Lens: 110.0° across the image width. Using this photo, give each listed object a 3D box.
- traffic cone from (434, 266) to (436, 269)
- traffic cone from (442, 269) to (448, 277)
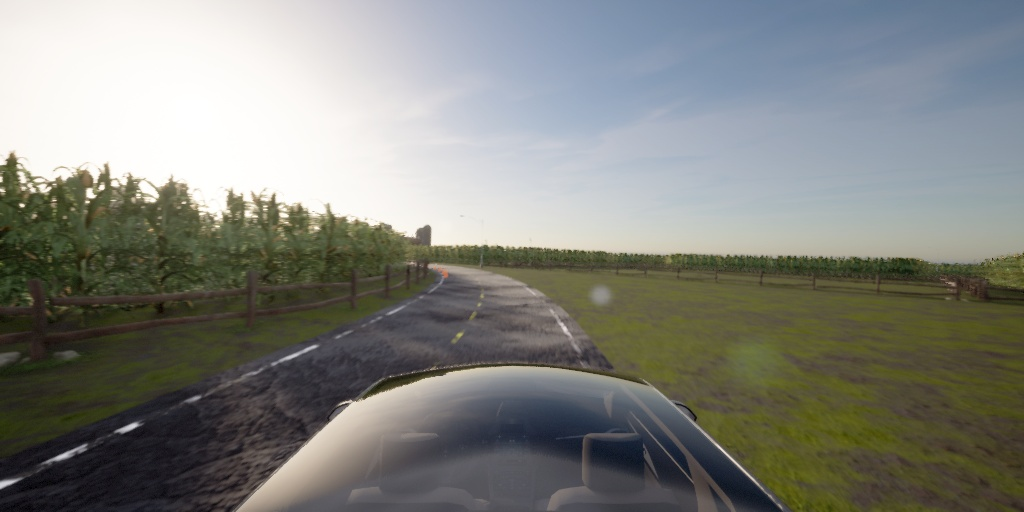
[{"bbox_3d":[-9.883,1.405,45.963,0.340,0.580,0.340,0,0,-20],"label":"traffic cone"},{"bbox_3d":[-5.858,1.536,31.904,0.340,0.580,0.340,0,0,-12],"label":"traffic cone"}]
